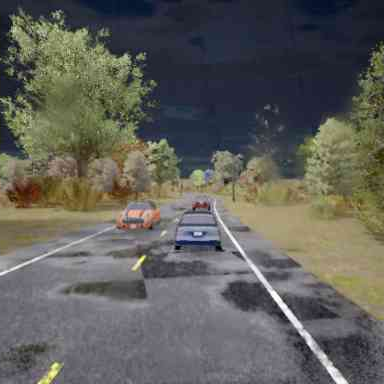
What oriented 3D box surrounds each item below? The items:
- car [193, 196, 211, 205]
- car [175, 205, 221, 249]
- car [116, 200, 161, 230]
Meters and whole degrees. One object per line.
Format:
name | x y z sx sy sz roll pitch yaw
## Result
car | 1.200 1.267 40.545 2.097 1.767 4.553 0 0 3
car | 0.263 1.525 14.359 2.033 1.411 5.357 0 0 1
car | -3.208 1.321 20.643 2.097 1.767 4.553 0 0 2
